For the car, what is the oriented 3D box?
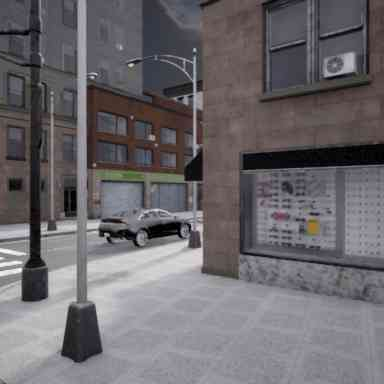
[{"bbox_3d":[-1.920,1.458,14.979,2.128,1.511,4.902,0,0,35],"label":"car"}]
